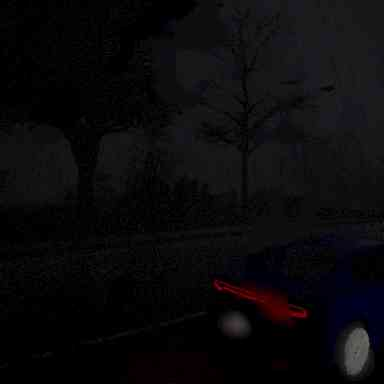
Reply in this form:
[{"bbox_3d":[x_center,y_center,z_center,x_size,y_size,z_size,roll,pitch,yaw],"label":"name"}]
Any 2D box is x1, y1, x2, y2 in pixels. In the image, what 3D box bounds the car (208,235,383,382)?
[{"bbox_3d":[2.581,1.468,5.505,5.008,1.535,1.882,0,0,-35],"label":"car"}]
